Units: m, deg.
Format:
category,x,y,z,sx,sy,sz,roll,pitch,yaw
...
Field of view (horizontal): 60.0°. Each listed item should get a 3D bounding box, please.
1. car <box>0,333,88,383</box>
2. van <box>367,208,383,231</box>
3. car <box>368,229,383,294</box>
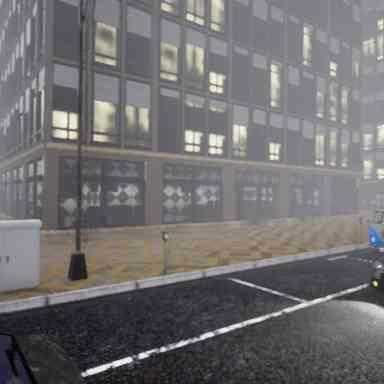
category,x,y,z,sx,sy,sz,roll,pitch,yaw
car,-2.556,1.558,1.522,4.181,1.385,1.994,1,0,-37
van,8.259,1.468,12.568,3.998,1.788,1.690,1,0,-36
car,5.915,1.647,7.679,4.181,1.385,1.994,1,0,-37
